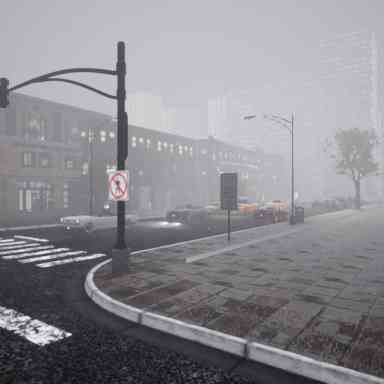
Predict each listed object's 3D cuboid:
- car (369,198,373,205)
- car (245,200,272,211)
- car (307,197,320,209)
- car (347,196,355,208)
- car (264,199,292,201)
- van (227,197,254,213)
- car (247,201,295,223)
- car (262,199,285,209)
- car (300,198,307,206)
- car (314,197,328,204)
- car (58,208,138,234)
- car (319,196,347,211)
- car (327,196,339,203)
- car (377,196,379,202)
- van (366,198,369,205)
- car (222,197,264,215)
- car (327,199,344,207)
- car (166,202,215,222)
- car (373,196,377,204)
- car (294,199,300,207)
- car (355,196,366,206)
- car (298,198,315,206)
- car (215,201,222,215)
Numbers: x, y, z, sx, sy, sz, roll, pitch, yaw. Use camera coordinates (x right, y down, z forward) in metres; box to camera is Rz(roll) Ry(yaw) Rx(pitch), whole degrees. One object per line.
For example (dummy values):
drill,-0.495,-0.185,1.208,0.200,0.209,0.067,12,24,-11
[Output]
car,35.076,1.971,67.759,1.802,1.307,4.206,0,-1,35
car,9.153,1.756,45.454,2.008,1.369,4.403,0,0,35
car,19.336,1.749,49.864,2.128,1.511,4.902,0,0,35
car,22.364,1.581,49.679,2.192,1.841,5.009,0,-1,35
car,11.412,1.684,44.082,1.882,1.535,5.008,0,0,36
van,5.975,1.518,40.934,1.690,1.788,3.998,0,0,35
car,6.519,1.670,27.044,1.887,1.381,4.507,0,0,35
car,12.233,1.759,49.836,1.752,1.417,4.829,0,-1,35
car,18.686,1.846,59.016,2.008,1.369,4.403,0,-1,35
car,28.219,1.828,72.579,1.967,1.590,4.097,0,-1,35
car,-5.525,1.668,20.063,1.895,1.301,4.718,0,0,35
car,19.187,1.676,45.157,1.967,1.590,4.097,0,-1,35
car,34.575,1.893,81.621,1.967,1.590,4.097,0,-1,35
car,41.431,2.037,76.801,1.802,1.307,4.206,0,-1,35
van,31.898,1.699,63.241,1.690,1.788,3.998,0,-1,35
car,5.539,1.507,35.783,2.097,1.767,4.553,0,0,35
car,25.127,1.913,58.102,1.895,1.301,4.718,0,0,35
car,-0.272,1.672,27.521,1.994,1.385,4.181,0,0,36
car,38.352,1.948,72.420,1.752,1.417,4.829,0,-1,35
car,15.508,1.815,54.496,2.008,1.369,4.403,0,-1,35
car,28.720,1.642,58.721,2.192,1.841,5.009,0,-1,35
car,21.864,1.876,63.538,2.008,1.369,4.403,0,-1,35
car,2.699,1.674,36.273,1.752,1.417,4.829,0,0,35
